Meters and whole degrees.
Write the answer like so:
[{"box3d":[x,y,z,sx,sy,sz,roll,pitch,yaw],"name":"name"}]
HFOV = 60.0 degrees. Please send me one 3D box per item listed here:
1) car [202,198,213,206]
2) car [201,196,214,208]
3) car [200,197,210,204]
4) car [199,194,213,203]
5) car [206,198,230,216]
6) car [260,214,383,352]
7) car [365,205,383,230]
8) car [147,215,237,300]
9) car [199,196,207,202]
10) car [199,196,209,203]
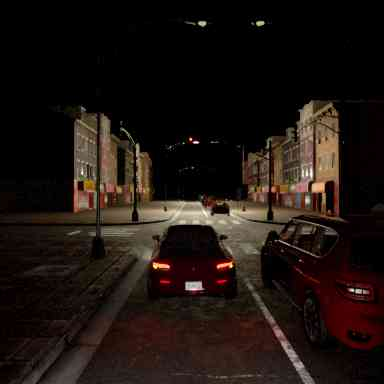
[{"box3d":[2.714,1.692,59.755,1.802,1.307,4.206,0,0,0],"name":"car"},{"box3d":[2.702,1.622,48.880,1.887,1.381,4.507,1,0,0],"name":"car"},{"box3d":[2.726,1.730,70.629,1.802,1.307,4.206,0,0,0],"name":"car"},{"box3d":[2.710,1.408,54.318,2.192,1.841,5.009,1,0,0],"name":"car"},{"box3d":[2.684,1.583,32.568,1.887,1.381,4.507,1,0,0],"name":"car"},{"box3d":[2.657,1.318,6.138,2.192,1.841,5.009,1,0,0],"name":"car"},{"box3d":[13.566,1.584,20.717,4.674,1.442,1.812,0,-1,0],"name":"car"},{"box3d":[-0.041,1.530,8.291,1.812,1.442,4.674,0,0,-2],"name":"car"},{"box3d":[2.744,1.781,86.942,1.947,1.339,4.313,0,0,0],"name":"car"},{"box3d":[2.732,1.720,76.067,2.008,1.369,4.403,0,0,0],"name":"car"}]
